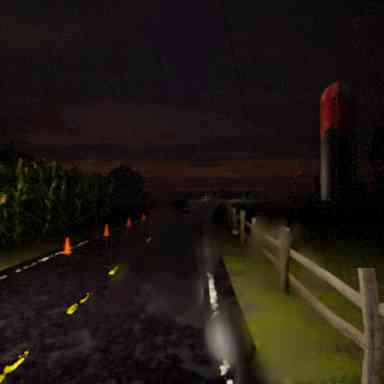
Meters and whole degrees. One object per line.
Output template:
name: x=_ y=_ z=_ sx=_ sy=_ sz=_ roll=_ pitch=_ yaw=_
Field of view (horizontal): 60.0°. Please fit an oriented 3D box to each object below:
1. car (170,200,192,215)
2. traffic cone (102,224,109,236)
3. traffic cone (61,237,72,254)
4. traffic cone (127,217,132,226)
car: x=-1.123 y=1.539 z=34.359 sx=1.882 sy=1.535 sz=5.008 roll=0 pitch=0 yaw=4
traffic cone: x=-4.481 y=1.984 z=17.431 sx=0.340 sy=0.580 sz=0.340 roll=0 pitch=0 yaw=2
traffic cone: x=-4.648 y=1.975 z=12.408 sx=0.340 sy=0.580 sz=0.340 roll=0 pitch=0 yaw=2
traffic cone: x=-4.261 y=1.994 z=22.453 sx=0.340 sy=0.580 sz=0.340 roll=0 pitch=0 yaw=3
